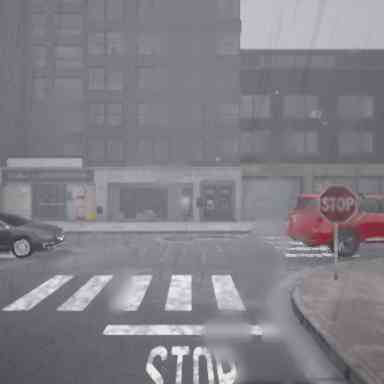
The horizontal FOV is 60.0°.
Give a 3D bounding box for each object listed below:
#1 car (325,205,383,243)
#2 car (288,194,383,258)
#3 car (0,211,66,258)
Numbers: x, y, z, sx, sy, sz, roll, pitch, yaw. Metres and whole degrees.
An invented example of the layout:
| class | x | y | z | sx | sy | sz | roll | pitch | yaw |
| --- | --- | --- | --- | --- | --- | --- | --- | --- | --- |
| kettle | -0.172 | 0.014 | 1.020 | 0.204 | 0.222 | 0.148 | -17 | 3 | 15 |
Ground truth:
| class | x | y | z | sx | sy | sz | roll | pitch | yaw |
| --- | --- | --- | --- | --- | --- | --- | --- | --- | --- |
| car | 8.674 | 1.346 | 14.701 | 4.892 | 1.490 | 1.837 | 0 | 1 | 0 |
| car | 6.278 | 1.099 | 12.011 | 5.566 | 2.045 | 2.150 | 0 | -1 | -10 |
| car | -7.016 | 1.418 | 11.718 | 4.892 | 1.490 | 1.837 | 0 | 1 | 0 |
